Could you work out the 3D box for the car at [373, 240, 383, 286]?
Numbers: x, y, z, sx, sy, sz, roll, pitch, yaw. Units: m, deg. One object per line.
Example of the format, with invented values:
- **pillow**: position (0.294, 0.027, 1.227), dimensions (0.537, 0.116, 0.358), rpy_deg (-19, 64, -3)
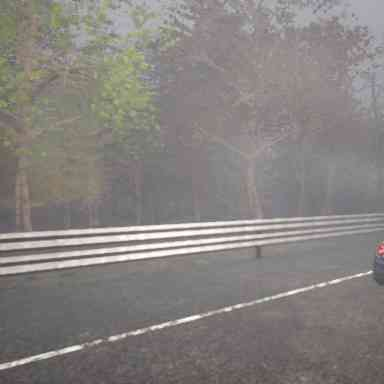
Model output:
- **car**: position (6.651, 1.473, 8.520), dimensions (4.553, 1.767, 2.097), rpy_deg (1, 0, -36)
